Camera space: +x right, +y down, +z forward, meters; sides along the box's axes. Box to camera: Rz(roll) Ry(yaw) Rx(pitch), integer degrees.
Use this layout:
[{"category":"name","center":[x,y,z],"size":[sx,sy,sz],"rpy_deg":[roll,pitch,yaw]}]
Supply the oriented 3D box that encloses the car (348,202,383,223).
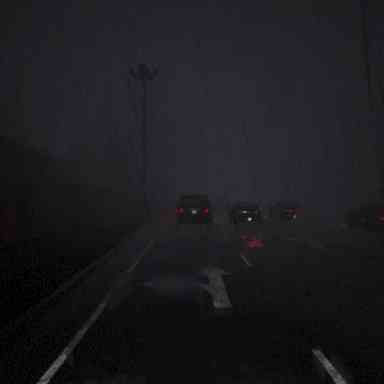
[{"category":"car","center":[14.094,1.533,25.730],"size":[1.895,1.301,4.718],"rpy_deg":[0,0,0]}]

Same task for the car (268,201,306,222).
[{"category":"car","center":[7.093,1.438,25.233],"size":[1.837,1.490,4.892],"rpy_deg":[0,0,0]}]

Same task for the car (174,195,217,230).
[{"category":"car","center":[0.091,1.167,20.570],"size":[2.150,2.045,5.566],"rpy_deg":[0,0,0]}]

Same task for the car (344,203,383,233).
[{"category":"car","center":[10.597,1.513,19.361],"size":[1.994,1.385,4.181],"rpy_deg":[0,0,0]}]

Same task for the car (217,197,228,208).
[{"category":"car","center":[3.590,1.387,40.362],"size":[2.128,1.511,4.902],"rpy_deg":[0,0,0]}]

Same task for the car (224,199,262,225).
[{"category":"car","center":[3.594,1.443,23.163],"size":[1.837,1.490,4.892],"rpy_deg":[0,0,0]}]

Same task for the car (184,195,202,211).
[{"category":"car","center":[0.090,1.246,39.868],"size":[2.097,1.767,4.553],"rpy_deg":[0,0,0]}]
